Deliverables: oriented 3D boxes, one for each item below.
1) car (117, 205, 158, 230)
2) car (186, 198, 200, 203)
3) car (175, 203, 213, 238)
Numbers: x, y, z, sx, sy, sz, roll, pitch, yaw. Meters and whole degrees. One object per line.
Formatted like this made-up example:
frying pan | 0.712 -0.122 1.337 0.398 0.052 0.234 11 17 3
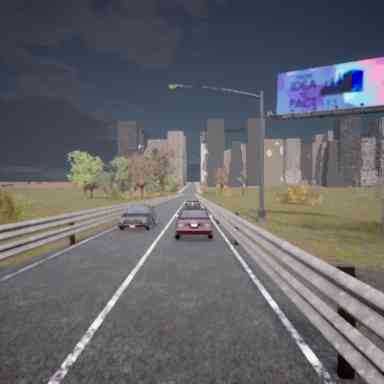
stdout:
car | -3.307 1.545 21.215 2.033 1.411 5.357 0 0 0
car | 0.096 1.486 42.805 2.128 1.511 4.902 0 0 0
car | 0.098 1.545 17.551 2.033 1.411 5.357 0 0 0
